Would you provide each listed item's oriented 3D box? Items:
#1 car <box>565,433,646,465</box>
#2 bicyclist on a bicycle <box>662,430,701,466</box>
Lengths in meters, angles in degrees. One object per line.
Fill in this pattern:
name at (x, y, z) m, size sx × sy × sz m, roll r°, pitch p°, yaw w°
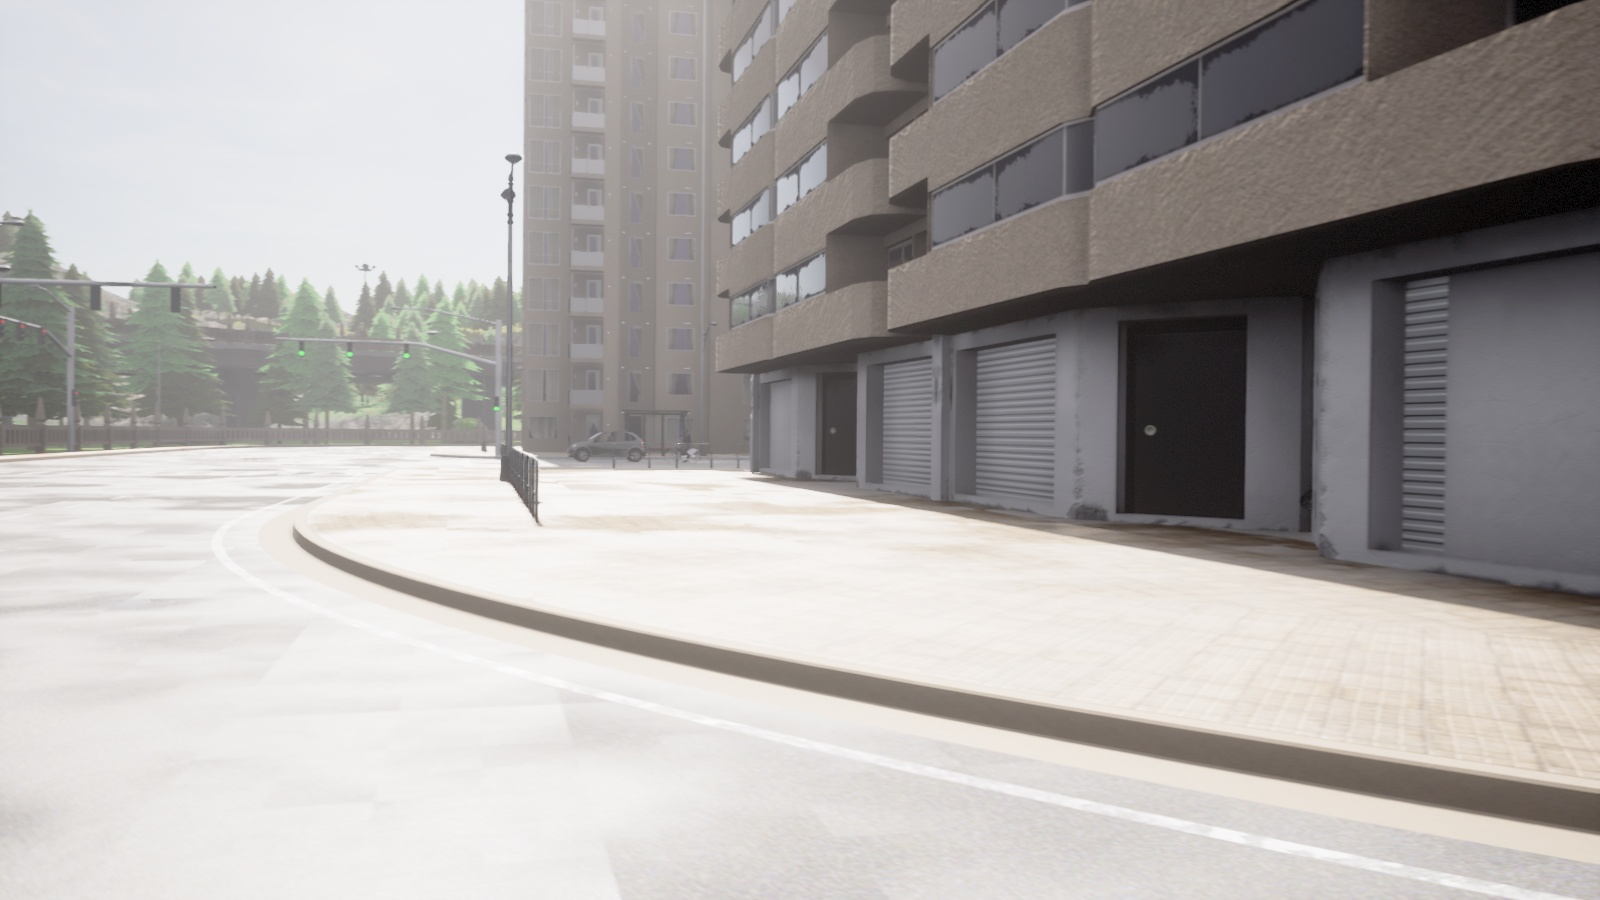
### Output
car at (-10.114, -0.056, 65.305) m, size 3.988 × 1.617 × 1.851 m, roll -1°, pitch 1°, yaw -15°
bicyclist on a bicycle at (-5.930, -0.088, 62.833) m, size 1.843 × 1.776 × 0.659 m, roll 0°, pitch 1°, yaw -16°
